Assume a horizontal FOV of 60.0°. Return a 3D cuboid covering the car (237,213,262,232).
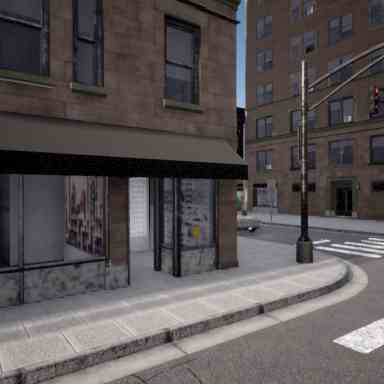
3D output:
[{"bbox_3d":[1.775,1.593,19.247,1.895,1.301,4.718,0,0,-36],"label":"car"}]
